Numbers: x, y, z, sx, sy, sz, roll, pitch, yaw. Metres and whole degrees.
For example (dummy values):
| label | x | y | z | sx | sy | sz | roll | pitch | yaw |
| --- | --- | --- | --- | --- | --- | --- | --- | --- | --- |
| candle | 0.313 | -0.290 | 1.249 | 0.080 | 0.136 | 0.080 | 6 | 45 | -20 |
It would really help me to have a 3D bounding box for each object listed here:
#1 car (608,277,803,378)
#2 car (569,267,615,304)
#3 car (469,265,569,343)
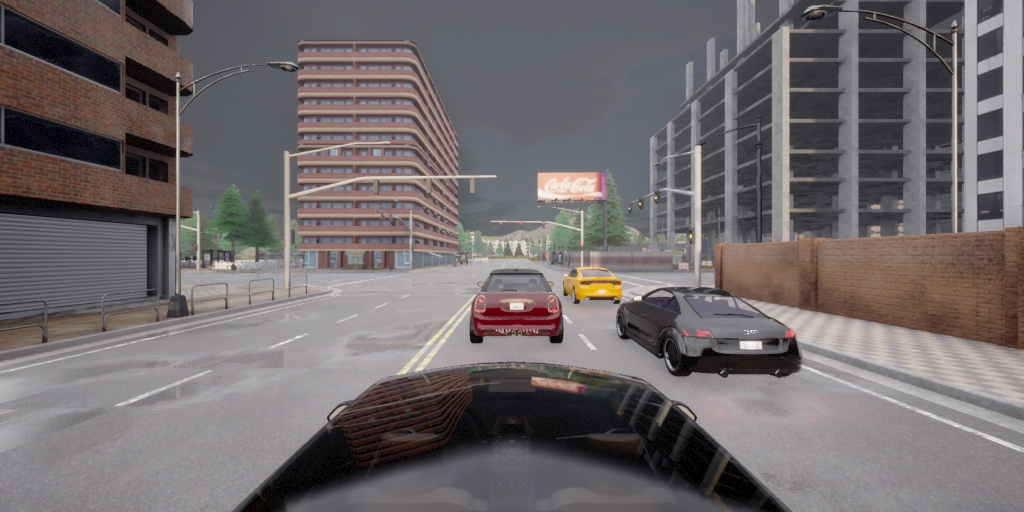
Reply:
| label | x | y | z | sx | sy | sz | roll | pitch | yaw |
| --- | --- | --- | --- | --- | --- | --- | --- | --- | --- |
| car | 3.598 | 1.314 | 7.410 | 1.994 | 1.385 | 4.181 | 0 | 0 | 0 |
| car | 3.498 | 1.228 | 16.343 | 1.882 | 1.535 | 5.008 | 0 | 0 | 0 |
| car | 0.100 | 1.102 | 9.814 | 2.097 | 1.767 | 4.553 | 0 | 0 | 0 |
